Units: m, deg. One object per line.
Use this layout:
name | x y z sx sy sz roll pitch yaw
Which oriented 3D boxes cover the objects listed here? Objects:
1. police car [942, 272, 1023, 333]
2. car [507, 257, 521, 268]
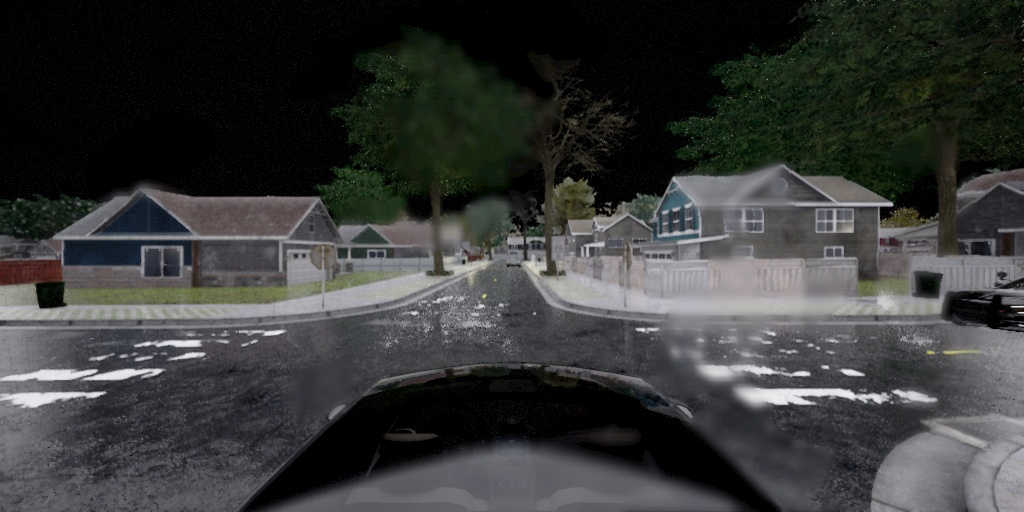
police car | 13.181 1.027 8.367 5.238 1.638 1.930 0 0 0
car | 0.261 0.933 51.274 1.994 1.385 4.181 0 0 0
